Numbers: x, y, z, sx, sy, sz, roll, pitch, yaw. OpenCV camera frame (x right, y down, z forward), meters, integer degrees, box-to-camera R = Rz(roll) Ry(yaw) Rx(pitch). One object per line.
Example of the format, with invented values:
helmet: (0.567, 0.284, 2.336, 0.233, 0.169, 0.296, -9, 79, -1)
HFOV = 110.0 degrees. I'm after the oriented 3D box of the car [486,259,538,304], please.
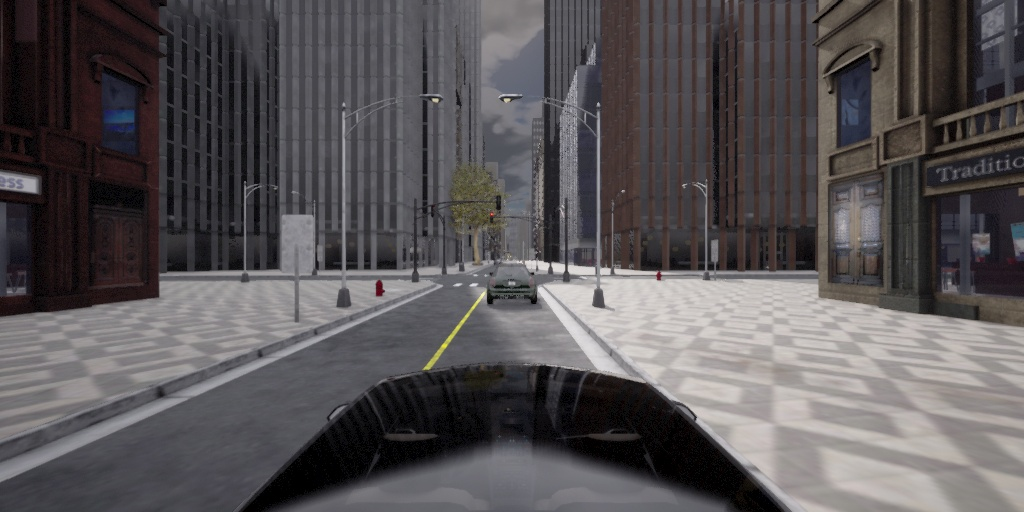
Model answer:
car: (0.000, 1.124, 16.471, 2.097, 1.767, 4.553, 0, 0, 0)
